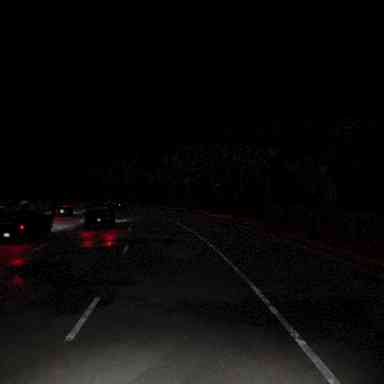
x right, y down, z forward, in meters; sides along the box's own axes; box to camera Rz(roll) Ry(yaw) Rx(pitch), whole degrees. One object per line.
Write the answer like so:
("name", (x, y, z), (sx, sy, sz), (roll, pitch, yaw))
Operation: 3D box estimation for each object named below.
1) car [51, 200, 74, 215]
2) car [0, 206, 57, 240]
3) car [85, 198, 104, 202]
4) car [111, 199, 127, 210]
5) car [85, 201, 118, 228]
("car", (-13.133, 1.568, 33.693), (1.837, 1.490, 4.892), (0, -1, -20))
("car", (-8.581, 1.621, 16.988), (1.895, 1.301, 4.718), (0, 0, -10))
("car", (-10.900, 1.417, 37.564), (2.097, 1.767, 4.553), (0, 0, -21))
("car", (-10.120, 1.636, 44.562), (1.994, 1.385, 4.181), (0, 0, -24))
("car", (-6.176, 1.551, 22.548), (1.812, 1.442, 4.674), (0, -1, -12))
